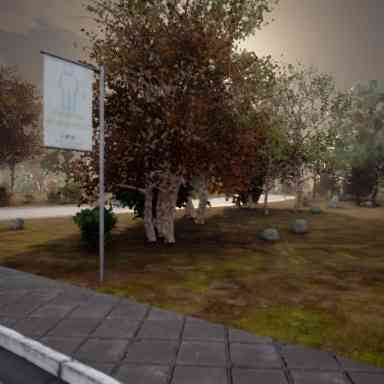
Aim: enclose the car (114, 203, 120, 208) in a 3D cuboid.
[{"bbox_3d":[-9.968,1.425,48.509,2.128,1.511,4.902,0,0,37],"label":"car"}]
